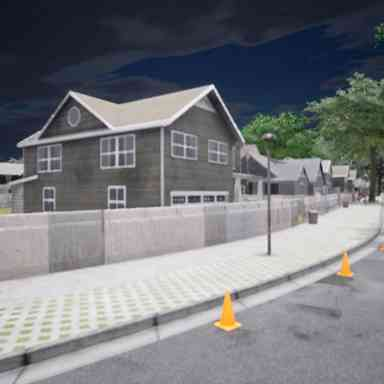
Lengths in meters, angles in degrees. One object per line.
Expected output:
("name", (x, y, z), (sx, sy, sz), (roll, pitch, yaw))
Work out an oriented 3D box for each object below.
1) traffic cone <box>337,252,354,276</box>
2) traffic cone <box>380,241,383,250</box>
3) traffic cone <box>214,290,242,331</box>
("traffic cone", (4.066, 1.888, 8.806), (0.340, 0.580, 0.340), (0, 0, 44))
("traffic cone", (7.214, 1.849, 12.383), (0.340, 0.580, 0.340), (0, 0, 39))
("traffic cone", (0.595, 1.927, 5.541), (0.340, 0.580, 0.340), (-1, 0, -41))
